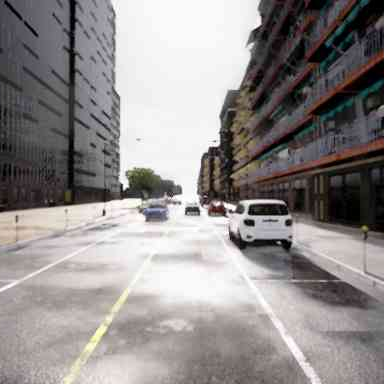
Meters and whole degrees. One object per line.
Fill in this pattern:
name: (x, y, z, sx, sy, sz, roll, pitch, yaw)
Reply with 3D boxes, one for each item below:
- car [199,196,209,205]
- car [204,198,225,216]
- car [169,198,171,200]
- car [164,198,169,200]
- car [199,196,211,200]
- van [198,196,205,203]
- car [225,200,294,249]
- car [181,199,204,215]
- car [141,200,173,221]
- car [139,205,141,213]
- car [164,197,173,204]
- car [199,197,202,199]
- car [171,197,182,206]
car: (2.662, 1.945, 76.537, 2.192, 1.841, 5.009, 1, 0, 0)
car: (2.680, 1.764, 37.015, 1.967, 1.590, 4.097, 1, 0, 0)
car: (-5.716, 2.098, 65.211, 2.008, 1.369, 4.403, 1, 0, 0)
car: (-5.713, 2.056, 59.564, 2.008, 1.369, 4.403, 1, 0, 0)
car: (2.670, 1.820, 59.599, 2.192, 1.841, 5.009, 1, 0, 0)
van: (2.653, 2.091, 93.475, 1.690, 1.788, 3.998, 1, 0, 0)
car: (2.991, 1.364, 15.377, 2.150, 2.045, 5.566, 0, 0, 0)
car: (0.054, 1.890, 39.235, 2.033, 1.411, 5.357, 0, 0, 0)
car: (-3.115, 1.746, 30.400, 1.882, 1.535, 5.008, 0, -1, 0)
car: (-5.704, 1.895, 42.456, 1.752, 1.417, 4.829, 1, 0, 0)
car: (-5.727, 2.111, 82.148, 1.967, 1.590, 4.097, 1, 0, 0)
car: (-0.027, 1.925, 50.389, 2.128, 1.511, 4.902, 0, 0, 0)
car: (-3.039, 2.064, 70.397, 2.128, 1.511, 4.902, 0, 0, 0)
